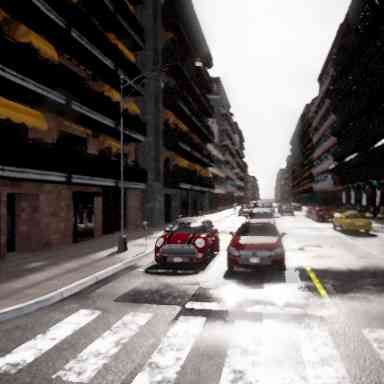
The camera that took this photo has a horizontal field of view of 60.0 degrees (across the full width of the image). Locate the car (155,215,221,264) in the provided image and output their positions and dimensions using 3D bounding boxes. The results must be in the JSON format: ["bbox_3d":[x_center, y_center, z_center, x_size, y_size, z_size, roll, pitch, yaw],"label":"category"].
[{"bbox_3d":[-0.043,1.762,12.973,1.967,1.590,4.097,-1,-1,13],"label":"car"}]

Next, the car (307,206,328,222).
[{"bbox_3d":[13.072,2.185,33.222,1.887,1.381,4.507,-1,-2,13],"label":"car"}]

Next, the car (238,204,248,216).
[{"bbox_3d":[7.370,2.638,46.114,1.802,1.307,4.206,-1,-2,13],"label":"car"}]

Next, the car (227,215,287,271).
[{"bbox_3d":[2.411,1.791,12.068,1.812,1.442,4.674,-1,-1,14],"label":"car"}]

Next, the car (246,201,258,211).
[{"bbox_3d":[12.308,2.876,68.220,2.192,1.841,5.009,-1,-2,13],"label":"car"}]

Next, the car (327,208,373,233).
[{"bbox_3d":[10.639,1.924,22.341,1.752,1.417,4.829,-1,-1,13],"label":"car"}]

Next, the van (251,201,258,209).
[{"bbox_3d":[16.015,3.285,84.792,1.690,1.788,3.998,-1,-2,13],"label":"van"}]

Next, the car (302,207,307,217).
[{"bbox_3d":[14.307,2.311,38.745,1.887,1.381,4.507,-1,-2,13],"label":"car"}]

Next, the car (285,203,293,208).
[{"bbox_3d":[24.191,3.362,82.940,1.802,1.307,4.206,-1,-2,13],"label":"car"}]

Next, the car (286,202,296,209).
[{"bbox_3d":[22.954,3.091,77.418,1.967,1.590,4.097,-1,-2,13],"label":"car"}]

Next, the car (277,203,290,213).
[{"bbox_3d":[15.887,2.713,57.680,1.882,1.535,5.008,-1,-2,13],"label":"car"}]

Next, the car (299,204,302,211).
[{"bbox_3d":[19.250,2.821,60.844,2.008,1.369,4.403,-1,-2,13],"label":"car"}]

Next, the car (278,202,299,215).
[{"bbox_3d":[13.655,2.556,47.740,2.033,1.411,5.357,-1,-2,12],"label":"car"}]

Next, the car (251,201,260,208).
[{"bbox_3d":[17.249,3.394,90.315,2.192,1.841,5.009,-1,-2,13],"label":"car"}]

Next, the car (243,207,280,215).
[{"bbox_3d":[4.649,1.984,22.093,1.837,1.490,4.892,-1,-1,12],"label":"car"}]

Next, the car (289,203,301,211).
[{"bbox_3d":[20.485,2.947,66.368,2.008,1.369,4.403,-1,-2,13],"label":"car"}]

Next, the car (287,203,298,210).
[{"bbox_3d":[21.720,3.067,71.893,1.887,1.381,4.507,-1,-2,13],"label":"car"}]

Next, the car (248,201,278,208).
[{"bbox_3d":[6.985,1.930,32.513,2.150,2.045,5.566,-1,-2,13],"label":"car"}]
